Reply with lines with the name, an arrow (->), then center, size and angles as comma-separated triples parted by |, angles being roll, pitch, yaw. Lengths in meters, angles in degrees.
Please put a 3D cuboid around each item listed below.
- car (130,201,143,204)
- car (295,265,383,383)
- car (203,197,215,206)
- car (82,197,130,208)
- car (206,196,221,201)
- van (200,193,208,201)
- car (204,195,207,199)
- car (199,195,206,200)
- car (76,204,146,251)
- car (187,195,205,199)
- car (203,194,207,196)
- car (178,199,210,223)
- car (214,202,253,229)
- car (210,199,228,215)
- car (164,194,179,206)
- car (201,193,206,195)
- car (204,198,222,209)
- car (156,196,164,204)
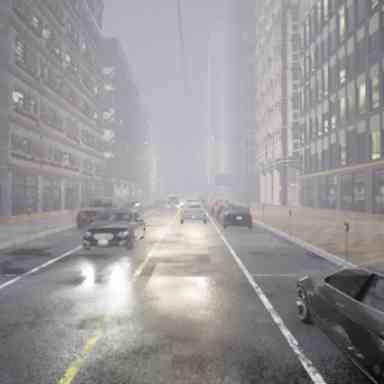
car -> -5.660, 1.508, 32.435 | 1.947, 1.339, 4.313 | 1, 0, 0
car -> 2.704, 1.559, 4.172 | 1.947, 1.339, 4.313 | 1, 0, 0
car -> 2.733, 1.480, 55.032 | 1.802, 1.307, 4.206 | 1, 0, 0
car -> -5.662, 1.279, 21.132 | 2.192, 1.841, 5.009 | 1, 0, 0
car -> 2.722, 1.382, 32.428 | 1.967, 1.590, 4.097 | 1, 0, 0
van -> 2.750, 1.194, 77.637 | 1.690, 1.788, 3.998 | 1, 0, 0
car -> 2.726, 1.371, 38.079 | 1.967, 1.590, 4.097 | 1, 0, 0
car -> 2.753, 1.412, 88.939 | 1.802, 1.307, 4.206 | 1, 0, 0
car -> -3.093, 1.467, 14.036 | 2.128, 1.511, 4.902 | 0, 0, 0
car -> 0.125, 1.427, 42.108 | 2.163, 1.488, 4.792 | 0, 0, 0
car -> 2.731, 1.460, 49.381 | 2.008, 1.369, 4.403 | 1, 0, 0
car -> 0.115, 1.482, 24.823 | 1.812, 1.442, 4.674 | 0, 0, 0
car -> 2.714, 1.529, 21.126 | 1.947, 1.339, 4.313 | 1, 0, 0
car -> 2.718, 1.497, 26.776 | 1.887, 1.381, 4.507 | 1, 0, 0
car -> -3.036, 1.425, 54.485 | 1.812, 1.442, 4.674 | 0, 0, 0
car -> 2.740, 1.458, 66.335 | 1.802, 1.307, 4.206 | 1, 0, 0
car -> 2.727, 1.471, 43.730 | 2.008, 1.369, 4.403 | 1, 0, 0
car -> -5.643, 1.414, 60.521 | 1.752, 1.417, 4.829 | 1, 0, 0
